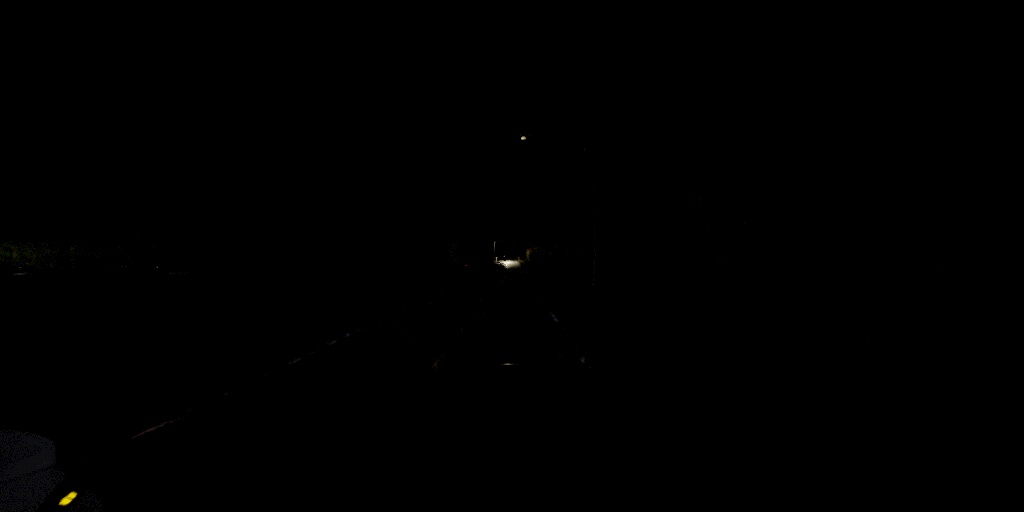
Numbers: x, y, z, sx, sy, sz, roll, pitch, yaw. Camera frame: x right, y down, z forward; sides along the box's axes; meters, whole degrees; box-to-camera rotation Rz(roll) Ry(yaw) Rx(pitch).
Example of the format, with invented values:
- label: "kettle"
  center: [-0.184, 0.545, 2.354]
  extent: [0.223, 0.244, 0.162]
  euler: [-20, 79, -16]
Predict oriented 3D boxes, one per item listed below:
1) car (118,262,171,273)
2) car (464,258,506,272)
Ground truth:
- label: "car"
  center: [-43.838, 1.391, 42.874]
  extent: [4.718, 1.301, 1.895]
  euler: [0, 1, 0]
- label: "car"
  center: [-3.348, 1.287, 43.788]
  extent: [4.892, 1.490, 1.837]
  euler: [0, 0, -4]
